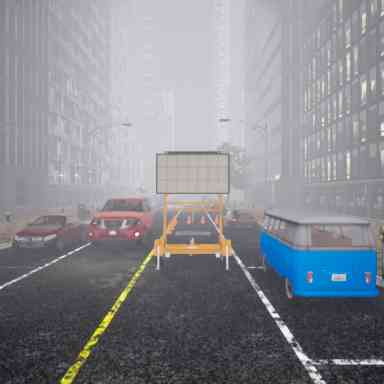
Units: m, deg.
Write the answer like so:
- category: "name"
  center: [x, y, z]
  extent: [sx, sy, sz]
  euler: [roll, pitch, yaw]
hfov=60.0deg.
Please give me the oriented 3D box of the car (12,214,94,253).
- category: "car"
  center: [-5.656, 1.582, 13.693]
  extent: [1.802, 1.307, 4.206]
  euler: [0, 0, 0]

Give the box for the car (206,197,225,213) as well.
- category: "car"
  center: [2.786, 1.581, 36.438]
  extent: [1.802, 1.307, 4.206]
  euler: [0, 0, 0]

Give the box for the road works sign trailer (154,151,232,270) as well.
- category: "road works sign trailer"
  center: [0.027, 0.464, 11.002]
  extent: [2.380, 3.560, 2.880]
  euler: [0, 0, 0]

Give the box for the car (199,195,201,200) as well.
- category: "car"
  center: [2.863, 1.410, 64.900]
  extent: [1.967, 1.590, 4.097]
  euler: [0, 0, 0]

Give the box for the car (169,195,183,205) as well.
- category: "car"
  center: [-2.937, 1.583, 56.797]
  extent: [1.895, 1.301, 4.718]
  euler: [0, 0, 0]

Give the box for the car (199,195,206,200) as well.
- category: "car"
  center: [2.939, 1.463, 93.362]
  extent: [1.887, 1.381, 4.507]
  euler: [0, 0, 0]

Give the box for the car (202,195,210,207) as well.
- category: "car"
  center: [2.817, 1.544, 47.822]
  extent: [2.008, 1.369, 4.403]
  euler: [0, 0, 0]

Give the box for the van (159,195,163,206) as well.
- category: "van"
  center: [-5.548, 1.328, 53.541]
  extent: [1.690, 1.788, 3.998]
  euler: [0, 0, 0]

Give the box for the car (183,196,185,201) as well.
- category: "car"
  center: [-2.782, 1.466, 82.431]
  extent: [1.812, 1.442, 4.674]
  euler: [0, 0, 0]

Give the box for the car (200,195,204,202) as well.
- category: "car"
  center: [2.832, 1.538, 53.515]
  extent: [2.008, 1.369, 4.403]
  euler: [0, 0, 0]

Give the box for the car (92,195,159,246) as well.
- category: "car"
  center: [-3.060, 1.221, 15.621]
  extent: [2.150, 2.045, 5.566]
  euler: [0, 0, 0]

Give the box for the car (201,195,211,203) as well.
- category: "car"
  center: [2.878, 1.401, 70.592]
  extent: [1.967, 1.590, 4.097]
  euler: [0, 0, 0]

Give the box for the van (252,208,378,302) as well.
- category: "van"
  center: [2.709, 1.341, 7.976]
  extent: [1.690, 1.788, 3.998]
  euler: [0, 0, 0]

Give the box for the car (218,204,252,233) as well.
- category: "car"
  center: [2.740, 1.581, 19.360]
  extent: [1.802, 1.307, 4.206]
  euler: [0, 0, 0]
